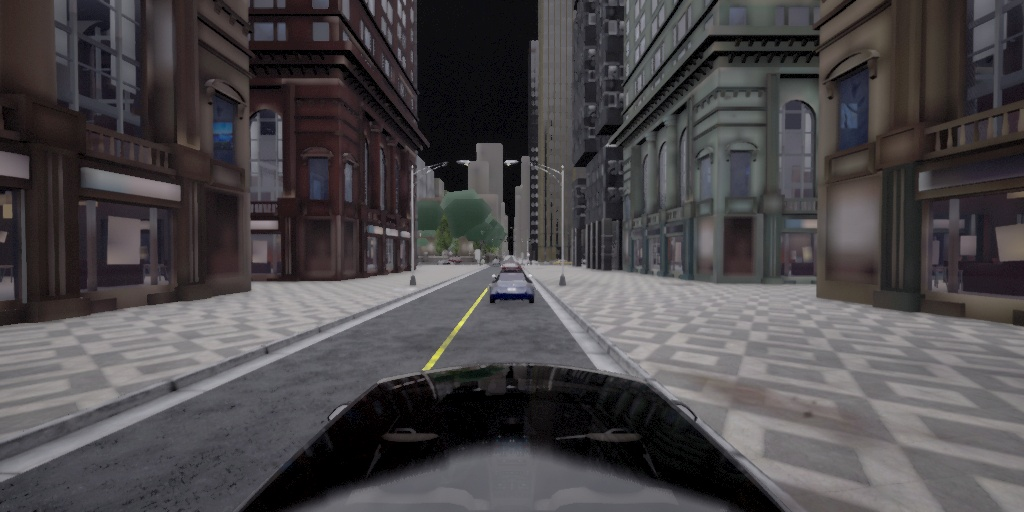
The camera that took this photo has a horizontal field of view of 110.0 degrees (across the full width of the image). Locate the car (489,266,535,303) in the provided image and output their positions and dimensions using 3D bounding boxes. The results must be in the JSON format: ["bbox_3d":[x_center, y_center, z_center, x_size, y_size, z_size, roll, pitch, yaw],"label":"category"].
[{"bbox_3d":[0.001,1.321,16.503,1.994,1.385,4.181,0,0,0],"label":"car"}]

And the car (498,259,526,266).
[{"bbox_3d":[0.001,1.244,31.505,1.882,1.535,5.008,0,0,0],"label":"car"}]
